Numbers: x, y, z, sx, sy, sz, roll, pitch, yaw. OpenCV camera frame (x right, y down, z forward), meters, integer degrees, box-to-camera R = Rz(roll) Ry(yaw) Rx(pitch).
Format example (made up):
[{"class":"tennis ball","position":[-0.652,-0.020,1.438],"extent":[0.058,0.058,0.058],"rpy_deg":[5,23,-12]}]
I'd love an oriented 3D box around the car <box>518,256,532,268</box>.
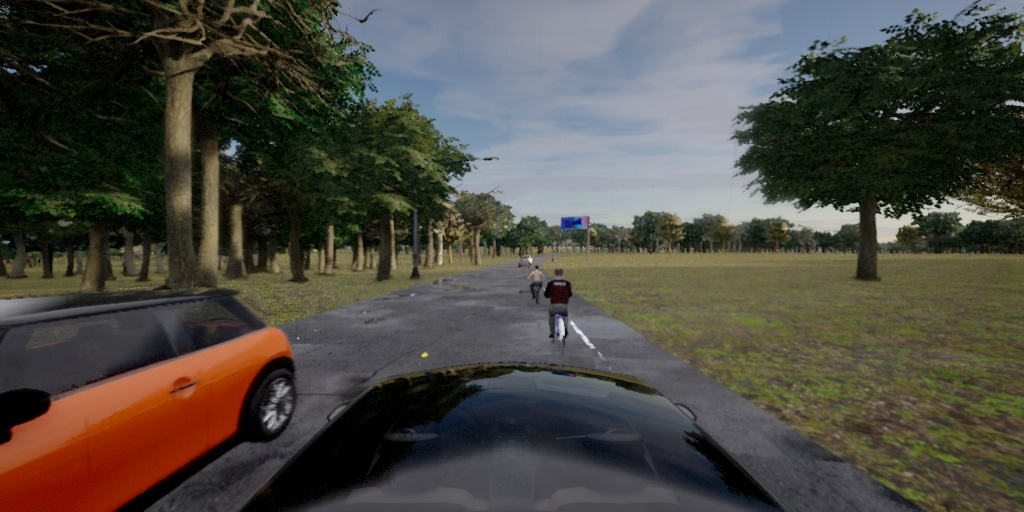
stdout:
[{"class":"car","position":[2.063,1.206,60.601],"extent":[2.128,1.511,4.902],"rpy_deg":[0,0,4]}]

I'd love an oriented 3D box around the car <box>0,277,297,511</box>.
[{"class":"car","position":[-3.583,1.102,2.305],"extent":[2.097,1.767,4.553],"rpy_deg":[0,0,0]}]

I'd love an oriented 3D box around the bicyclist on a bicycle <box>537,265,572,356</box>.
[{"class":"bicyclist on a bicycle","position":[0.981,1.121,7.736],"extent":[0.659,1.776,1.843],"rpy_deg":[0,0,0]}]

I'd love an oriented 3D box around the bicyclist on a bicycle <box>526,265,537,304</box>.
[{"class":"bicyclist on a bicycle","position":[1.050,1.192,15.366],"extent":[0.866,1.612,1.509],"rpy_deg":[0,-1,1]}]
